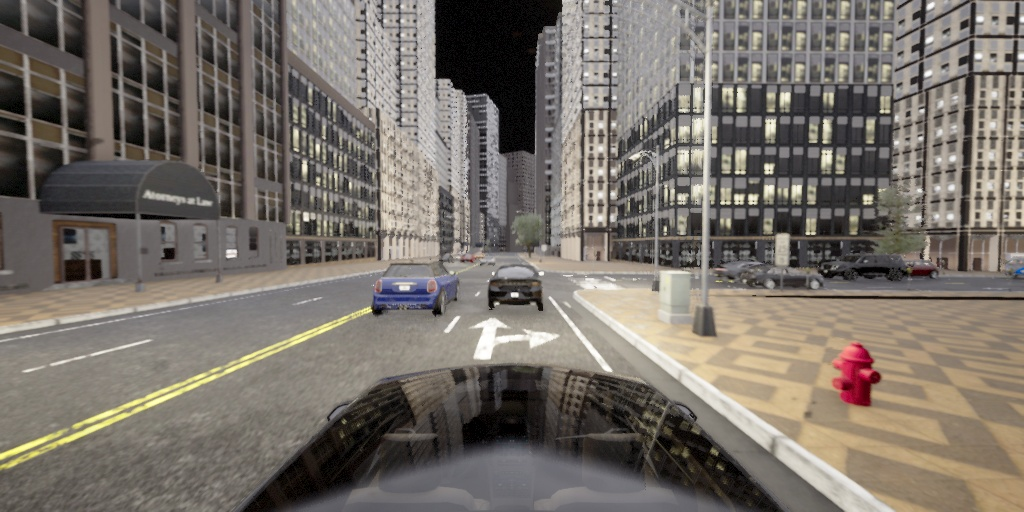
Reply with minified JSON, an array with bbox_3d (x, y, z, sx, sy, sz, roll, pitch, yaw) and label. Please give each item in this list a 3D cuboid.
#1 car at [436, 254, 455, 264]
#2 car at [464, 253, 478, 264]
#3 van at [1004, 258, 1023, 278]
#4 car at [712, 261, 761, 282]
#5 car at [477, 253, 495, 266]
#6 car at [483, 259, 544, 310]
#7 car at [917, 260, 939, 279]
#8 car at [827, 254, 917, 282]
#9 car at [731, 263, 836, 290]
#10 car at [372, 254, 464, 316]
[{"bbox_3d":[-9.813,0.417,53.273,1.837,1.490,4.892,0,1,0],"label":"car"},{"bbox_3d":[-6.563,0.390,53.253,1.882,1.535,5.008,0,1,0],"label":"car"},{"bbox_3d":[44.021,1.040,30.083,3.998,1.789,1.690,0,0,-1],"label":"van"},{"bbox_3d":[16.139,1.109,24.025,4.902,1.511,2.128,1,2,1],"label":"car"},{"bbox_3d":[-3.156,0.600,47.843,1.895,1.301,4.718,0,1,0],"label":"car"},{"bbox_3d":[0.216,1.032,13.705,1.882,1.535,5.008,0,1,3],"label":"car"},{"bbox_3d":[32.740,1.032,29.939,4.097,1.591,1.967,0,0,-1],"label":"car"},{"bbox_3d":[26.564,0.839,27.231,5.566,2.045,2.150,0,2,-1],"label":"car"},{"bbox_3d":[15.913,1.257,21.219,4.403,1.370,2.007,0,0,-1],"label":"car"},{"bbox_3d":[-3.151,0.924,12.635,2.097,1.767,4.553,0,1,0],"label":"car"}]
